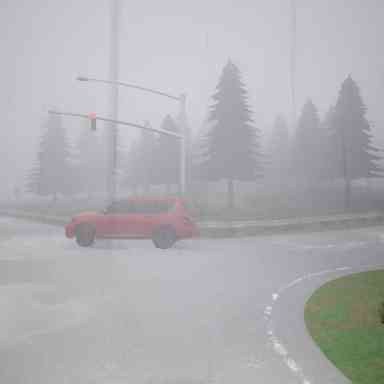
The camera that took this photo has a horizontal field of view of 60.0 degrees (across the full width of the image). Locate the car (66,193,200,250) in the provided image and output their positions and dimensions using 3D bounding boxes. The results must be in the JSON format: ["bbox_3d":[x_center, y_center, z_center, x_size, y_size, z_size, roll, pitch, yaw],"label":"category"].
[{"bbox_3d":[-2.449,1.224,14.188,5.566,2.045,2.150,0,1,8],"label":"car"}]

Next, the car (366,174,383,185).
[{"bbox_3d":[28.057,-2.127,51.174,2.150,2.045,5.566,0,5,25],"label":"car"}]
